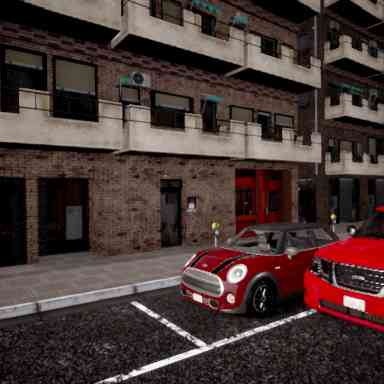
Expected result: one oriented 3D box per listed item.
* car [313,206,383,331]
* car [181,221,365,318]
[{"bbox_3d":[4.536,1.219,6.309,5.566,2.045,2.150,0,0,-36],"label":"car"},{"bbox_3d":[1.722,1.439,7.341,4.097,1.590,1.967,0,-1,-36],"label":"car"}]
